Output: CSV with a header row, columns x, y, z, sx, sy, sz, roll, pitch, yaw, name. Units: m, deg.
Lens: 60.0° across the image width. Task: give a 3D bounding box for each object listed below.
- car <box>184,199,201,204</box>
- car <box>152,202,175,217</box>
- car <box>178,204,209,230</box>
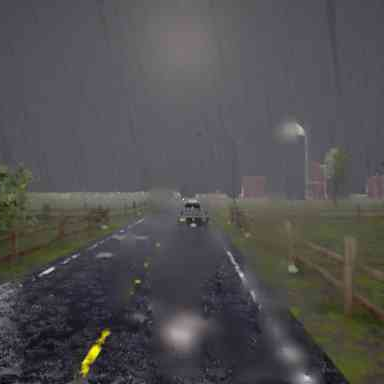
x,y,z,sx,sy,sz,roll,pitch,yaw,name
0.079,1.628,40.744,1.882,1.535,5.008,0,0,0,car
-2.767,1.677,33.206,1.994,1.385,4.181,0,0,0,car
0.089,1.666,21.568,1.895,1.301,4.718,0,0,0,car
